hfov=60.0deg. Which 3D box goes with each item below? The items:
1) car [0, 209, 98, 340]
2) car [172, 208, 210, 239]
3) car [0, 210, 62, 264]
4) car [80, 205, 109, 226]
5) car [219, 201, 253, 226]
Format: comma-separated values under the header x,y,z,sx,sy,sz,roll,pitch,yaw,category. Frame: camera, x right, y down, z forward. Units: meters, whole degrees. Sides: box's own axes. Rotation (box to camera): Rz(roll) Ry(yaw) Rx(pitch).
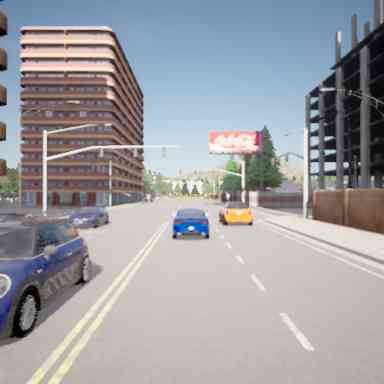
x,y,z,sx,sy,sz,roll,pitch,yaw,category
-3.646,1.404,6.692,2.097,1.767,4.553,0,0,0,car
-0.059,1.614,18.377,1.882,1.535,5.008,0,0,-1,car
-7.196,1.592,13.251,2.128,1.511,4.902,0,0,0,car
-7.212,1.703,23.760,1.812,1.442,4.674,0,0,0,car
3.277,1.540,25.490,2.097,1.767,4.553,0,0,-1,car
